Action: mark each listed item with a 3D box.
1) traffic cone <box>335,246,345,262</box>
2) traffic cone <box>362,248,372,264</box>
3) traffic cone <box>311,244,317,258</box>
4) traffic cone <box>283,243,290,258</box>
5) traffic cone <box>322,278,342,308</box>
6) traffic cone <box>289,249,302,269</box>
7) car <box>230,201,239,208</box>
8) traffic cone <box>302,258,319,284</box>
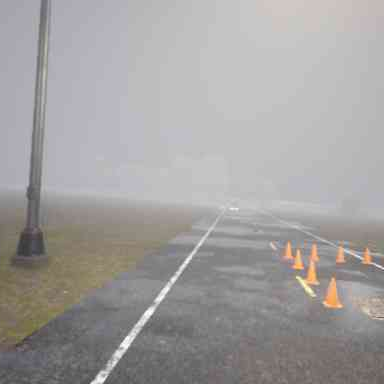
[{"bbox_3d":[5.855,2.434,13.111,0.340,0.580,0.340,3,-1,7],"label":"traffic cone"},{"bbox_3d":[6.846,2.487,12.986,0.340,0.580,0.340,3,-1,7],"label":"traffic cone"},{"bbox_3d":[4.865,2.381,13.236,0.340,0.580,0.340,3,-1,7],"label":"traffic cone"},{"bbox_3d":[3.874,2.327,13.360,0.340,0.580,0.340,3,-1,7],"label":"traffic cone"},{"bbox_3d":[3.130,2.216,7.407,0.340,0.580,0.340,3,-1,7],"label":"traffic cone"},{"bbox_3d":[3.626,2.290,11.376,0.340,0.580,0.340,3,-1,7],"label":"traffic cone"},{"bbox_3d":[10.196,2.994,79.987,2.128,1.511,4.902,3,-1,7],"label":"car"},{"bbox_3d":[3.378,2.253,9.392,0.340,0.580,0.340,3,-1,7],"label":"traffic cone"}]
